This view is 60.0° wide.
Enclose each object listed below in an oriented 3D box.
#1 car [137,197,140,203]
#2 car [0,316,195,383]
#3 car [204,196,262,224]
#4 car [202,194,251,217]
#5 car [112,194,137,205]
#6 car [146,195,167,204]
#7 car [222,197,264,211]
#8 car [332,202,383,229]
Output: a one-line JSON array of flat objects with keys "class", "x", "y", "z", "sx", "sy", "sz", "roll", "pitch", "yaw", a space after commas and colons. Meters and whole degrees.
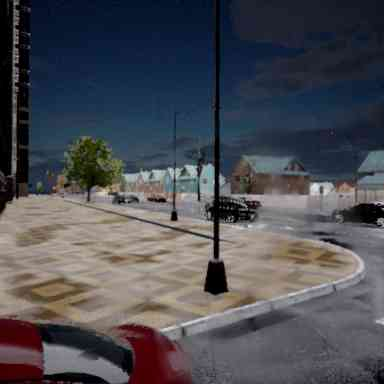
[{"class": "car", "x": -10.209, "y": 1.061, "z": 54.639, "sx": 2.033, "sy": 1.411, "sz": 5.357, "roll": 1, "pitch": 0, "yaw": -28}, {"class": "car", "x": -2.026, "y": 1.526, "z": 1.502, "sx": 4.674, "sy": 1.442, "sz": 1.812, "roll": 0, "pitch": 0, "yaw": -34}, {"class": "car", "x": 2.656, "y": 1.292, "z": 22.987, "sx": 1.837, "sy": 1.490, "sz": 4.892, "roll": 1, "pitch": 0, "yaw": -28}, {"class": "car", "x": 2.951, "y": 1.112, "z": 29.414, "sx": 2.097, "sy": 1.767, "sz": 4.553, "roll": 1, "pitch": 0, "yaw": -28}, {"class": "car", "x": -9.850, "y": 1.035, "z": 46.855, "sx": 2.128, "sy": 1.511, "sz": 4.902, "roll": 1, "pitch": 0, "yaw": -27}, {"class": "car", "x": -5.762, "y": 1.165, "z": 53.419, "sx": 1.895, "sy": 1.301, "sz": 4.718, "roll": 1, "pitch": 0, "yaw": -28}, {"class": "car", "x": 5.788, "y": 1.299, "z": 38.419, "sx": 2.033, "sy": 1.411, "sz": 5.357, "roll": 1, "pitch": 0, "yaw": -28}, {"class": "car", "x": 11.229, "y": 1.400, "z": 21.072, "sx": 1.837, "sy": 1.490, "sz": 4.892, "roll": 1, "pitch": 0, "yaw": -28}]
